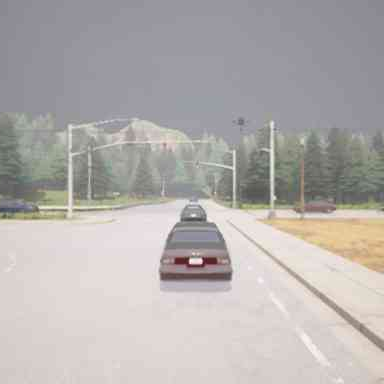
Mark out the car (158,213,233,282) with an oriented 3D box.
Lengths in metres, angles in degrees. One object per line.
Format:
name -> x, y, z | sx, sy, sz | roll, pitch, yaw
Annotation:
car -> 0.097, 1.582, 9.871 | 2.033, 1.411, 5.357 | 0, 0, 0

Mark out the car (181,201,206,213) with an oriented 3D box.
car -> 0.112, 1.652, 25.878 | 1.994, 1.385, 4.181 | 0, 0, 0

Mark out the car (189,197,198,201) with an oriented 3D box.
car -> 0.313, 1.808, 79.951 | 2.033, 1.411, 5.357 | 0, 0, 2

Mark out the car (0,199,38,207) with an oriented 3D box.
car -> -18.031, 1.501, 33.983 | 4.553, 1.767, 2.097 | 0, 0, 1

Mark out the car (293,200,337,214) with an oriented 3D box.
car -> 13.640, 1.672, 37.084 | 4.674, 1.442, 1.812 | 0, 0, 1

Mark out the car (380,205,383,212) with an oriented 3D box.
car -> 23.504, 1.633, 36.901 | 4.902, 1.511, 2.128 | 0, 0, 1

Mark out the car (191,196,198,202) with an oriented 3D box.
car -> 0.714, 1.898, 90.414 | 1.895, 1.301, 4.718 | 0, 0, 2
